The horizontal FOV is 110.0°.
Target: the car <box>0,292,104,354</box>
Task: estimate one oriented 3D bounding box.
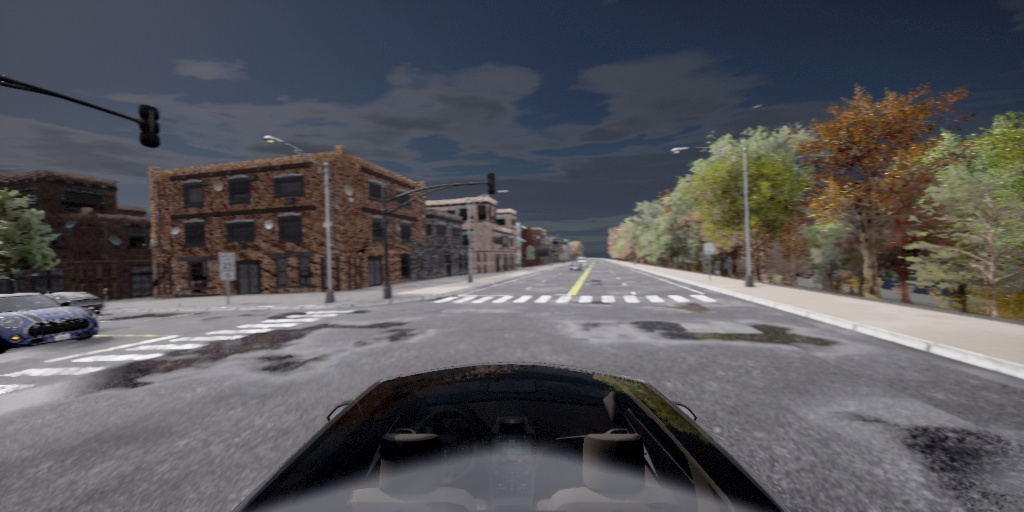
[{"bbox_3d":[-15.872,1.985,11.375,4.553,1.767,2.097,-3,0,12],"label":"car"}]

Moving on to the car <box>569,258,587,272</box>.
[{"bbox_3d":[9.509,1.580,53.167,2.128,1.511,4.902,-2,0,13],"label":"car"}]
